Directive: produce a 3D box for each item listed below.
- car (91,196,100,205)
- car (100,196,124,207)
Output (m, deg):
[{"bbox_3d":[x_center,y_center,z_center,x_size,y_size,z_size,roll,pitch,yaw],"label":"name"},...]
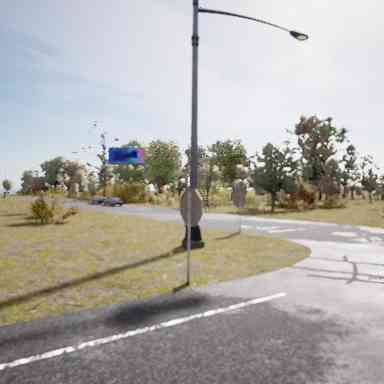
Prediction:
[{"bbox_3d":[-16.872,1.571,60.472,1.837,1.490,4.892,1,0,-34],"label":"car"},{"bbox_3d":[-12.886,1.626,54.554,2.033,1.411,5.357,1,0,-33],"label":"car"}]
